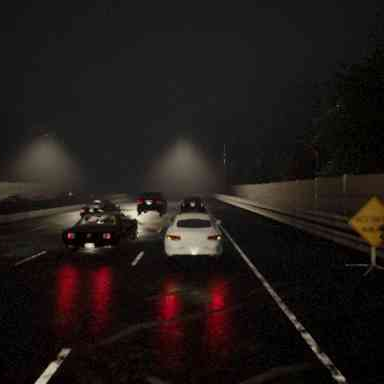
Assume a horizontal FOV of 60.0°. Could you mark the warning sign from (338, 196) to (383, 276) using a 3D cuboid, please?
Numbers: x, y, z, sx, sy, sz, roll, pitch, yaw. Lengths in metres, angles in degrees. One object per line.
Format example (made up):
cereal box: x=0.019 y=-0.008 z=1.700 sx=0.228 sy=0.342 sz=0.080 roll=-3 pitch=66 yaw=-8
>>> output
warning sign: x=4.544 y=1.041 z=8.330 sx=1.300 sy=1.860 sz=1.060 roll=0 pitch=0 yaw=0

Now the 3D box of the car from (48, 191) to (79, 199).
car: x=-17.609 y=0.856 z=46.718 sx=2.150 sy=2.045 sz=5.566 roll=0 pitch=0 yaw=0

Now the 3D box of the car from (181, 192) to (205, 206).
car: x=0.065 y=1.105 z=30.126 sx=2.097 sy=1.767 sz=4.553 roll=0 pitch=0 yaw=0

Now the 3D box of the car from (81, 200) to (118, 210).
car: x=-6.951 y=1.335 z=25.508 sx=2.033 sy=1.411 sz=5.357 roll=0 pitch=0 yaw=0

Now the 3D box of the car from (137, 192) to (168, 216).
car: x=-3.434 y=0.979 z=29.307 sx=2.150 sy=2.045 sz=5.566 roll=0 pitch=0 yaw=0

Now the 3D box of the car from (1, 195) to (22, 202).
car: x=-24.607 y=1.142 z=46.308 sx=1.837 sy=1.490 sz=4.892 roll=0 pitch=0 yaw=0

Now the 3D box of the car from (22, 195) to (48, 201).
car: x=-21.108 y=1.162 z=46.028 sx=1.812 sy=1.442 sz=4.674 roll=0 pitch=0 yaw=0

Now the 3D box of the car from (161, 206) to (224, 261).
car: x=0.064 y=1.424 z=11.643 sx=1.812 sy=1.442 sz=4.674 roll=0 pitch=1 yaw=0

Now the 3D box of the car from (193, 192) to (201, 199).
car: x=1.172 y=0.869 z=78.518 sx=1.801 sy=1.575 sz=5.366 roll=0 pitch=0 yaw=0

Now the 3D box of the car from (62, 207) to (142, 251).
car: x=-3.427 y=1.485 z=13.386 sx=1.895 sy=1.301 sz=4.718 roll=0 pitch=0 yaw=0
